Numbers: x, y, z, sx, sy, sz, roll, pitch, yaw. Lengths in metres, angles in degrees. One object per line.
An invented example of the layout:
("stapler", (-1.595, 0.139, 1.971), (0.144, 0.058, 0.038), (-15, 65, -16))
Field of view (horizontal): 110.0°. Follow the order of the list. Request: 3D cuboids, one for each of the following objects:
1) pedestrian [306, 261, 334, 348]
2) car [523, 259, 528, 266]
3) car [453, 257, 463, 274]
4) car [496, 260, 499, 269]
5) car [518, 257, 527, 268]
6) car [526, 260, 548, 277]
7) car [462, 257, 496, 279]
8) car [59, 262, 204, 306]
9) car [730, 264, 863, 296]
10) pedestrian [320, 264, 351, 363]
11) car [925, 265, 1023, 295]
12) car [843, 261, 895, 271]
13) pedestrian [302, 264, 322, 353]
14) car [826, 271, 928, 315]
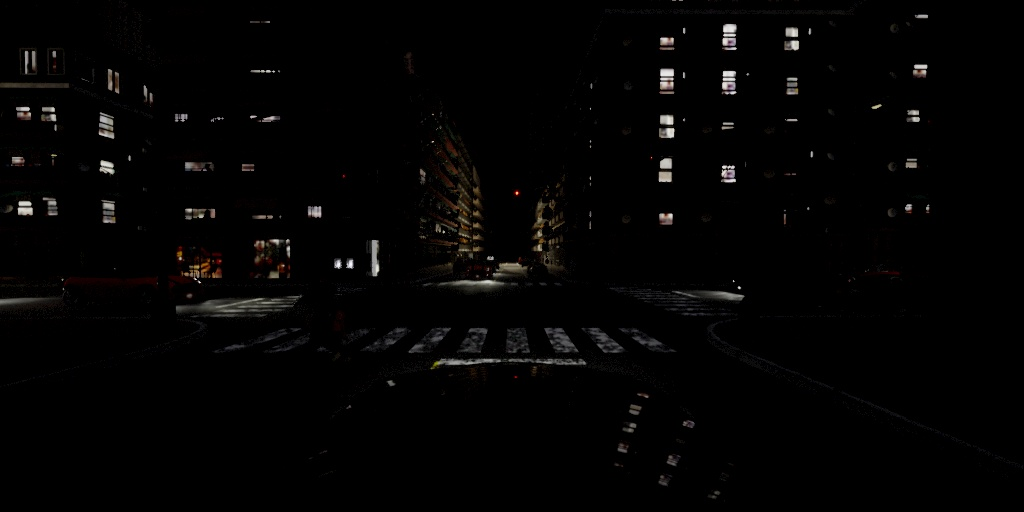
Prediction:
("pedestrian", (-4.190, 1.043, 7.847), (0.375, 1.860, 0.375), (-1, 1, 0))
("car", (2.556, 1.289, 40.105), (2.007, 1.370, 4.403), (0, 0, 0))
("car", (-5.325, 1.053, 40.162), (2.192, 1.841, 5.009), (0, 0, 0))
("car", (-2.852, 1.243, 42.421), (1.837, 1.490, 4.892), (0, 0, 0))
("car", (2.551, 1.274, 62.262), (1.888, 1.381, 4.507), (0, 0, 0))
("car", (2.557, 1.322, 34.566), (1.802, 1.307, 4.207), (0, 0, 0))
("car", (-2.851, 1.093, 31.871), (2.097, 1.767, 4.553), (0, 0, 0))
("car", (-16.081, 1.130, 15.399), (4.553, 1.767, 2.097), (0, 1, 0))
("car", (14.478, 1.259, 18.672), (5.357, 1.411, 2.033), (0, 1, -1))
("pedestrian", (-3.208, 1.043, 6.650), (0.375, 1.860, 0.375), (-1, 1, 0))
("car", (25.020, 1.225, 18.777), (4.674, 1.442, 1.812), (0, 1, 0))
("car", (20.240, 1.112, 21.198), (4.097, 1.591, 1.967), (0, 0, -1))
("pedestrian", (-3.841, 1.044, 7.177), (0.375, 1.860, 0.375), (-1, 1, 0))
("car", (14.726, 1.349, 13.267), (4.313, 1.339, 1.948), (0, 0, -1))
